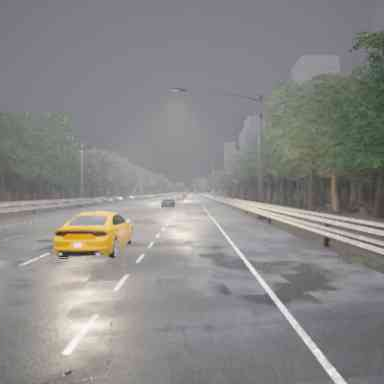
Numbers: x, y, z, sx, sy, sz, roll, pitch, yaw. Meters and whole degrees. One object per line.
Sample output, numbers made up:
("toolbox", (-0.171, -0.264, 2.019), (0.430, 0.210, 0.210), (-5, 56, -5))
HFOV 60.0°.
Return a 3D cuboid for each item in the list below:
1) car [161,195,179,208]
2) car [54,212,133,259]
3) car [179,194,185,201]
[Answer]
("car", (-3.491, 1.521, 49.811), (2.128, 1.511, 4.902), (0, 0, 0))
("car", (-3.498, 1.481, 12.683), (1.882, 1.535, 5.008), (0, 0, 0))
("car", (-3.484, 1.589, 89.495), (1.882, 1.535, 5.008), (0, 0, 0))
